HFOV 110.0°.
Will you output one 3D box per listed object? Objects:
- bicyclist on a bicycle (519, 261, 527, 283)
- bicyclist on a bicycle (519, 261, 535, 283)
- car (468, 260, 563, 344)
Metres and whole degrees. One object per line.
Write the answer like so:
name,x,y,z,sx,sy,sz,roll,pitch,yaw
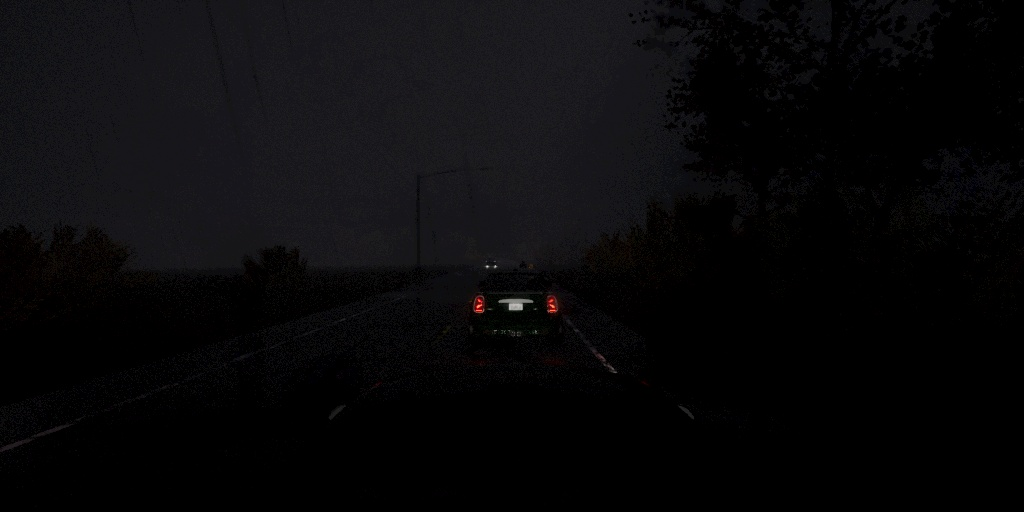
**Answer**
bicyclist on a bicycle,0.843,1.193,27.212,0.582,1.620,1.656,0,0,0
bicyclist on a bicycle,0.905,1.181,17.095,0.866,1.612,1.509,0,0,0
car,0.073,1.099,9.751,2.097,1.767,4.553,0,0,0
